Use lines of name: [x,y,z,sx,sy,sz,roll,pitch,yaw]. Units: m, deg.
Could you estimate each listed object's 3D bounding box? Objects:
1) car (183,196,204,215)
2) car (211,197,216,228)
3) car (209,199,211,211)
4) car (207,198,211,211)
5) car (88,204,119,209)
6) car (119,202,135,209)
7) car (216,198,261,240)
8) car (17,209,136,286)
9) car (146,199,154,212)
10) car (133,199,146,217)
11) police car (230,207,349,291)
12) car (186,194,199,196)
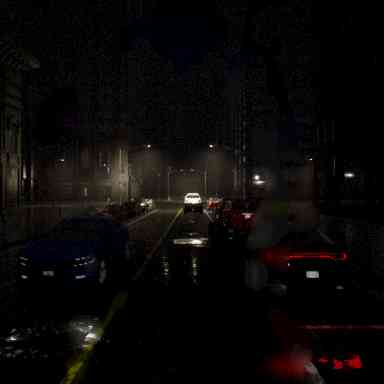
car: [0.142,1.504,34.245,2.128,1.511,4.902,0,0,1]
car: [2.817,1.321,24.699,2.192,1.841,5.009,0,0,0]
car: [2.832,1.575,30.336,1.947,1.339,4.313,0,0,0]
car: [2.858,1.458,41.608,1.967,1.590,4.097,0,0,0]
car: [-5.721,1.528,18.910,1.752,1.417,4.829,0,0,0]
car: [-5.706,1.588,24.717,1.802,1.307,4.206,0,0,0]
car: [2.804,1.318,19.063,2.192,1.841,5.009,0,0,0]
car: [-3.078,1.478,9.633,1.882,1.535,5.008,0,0,0]
car: [-5.680,1.580,35.990,1.947,1.339,4.313,0,0,0]
car: [-5.693,1.575,30.353,1.947,1.339,4.313,0,0,0]
police car: [2.389,1.425,9.155,1.930,1.638,5.238,0,0,0]
car: [0.107,1.242,44.269,2.150,2.045,5.566,0,0,0]
